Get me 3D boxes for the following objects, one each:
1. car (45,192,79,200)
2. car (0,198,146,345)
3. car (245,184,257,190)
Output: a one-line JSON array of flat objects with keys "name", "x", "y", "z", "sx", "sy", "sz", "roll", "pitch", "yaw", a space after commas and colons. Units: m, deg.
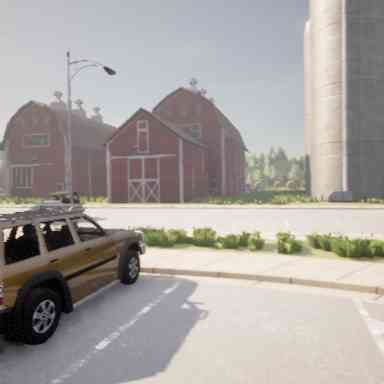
[{"name": "car", "x": -8.836, "y": 0.938, "z": 21.764, "sx": 1.905, "sy": 1.878, "sz": 3.866, "roll": -1, "pitch": 1, "yaw": 16}, {"name": "car", "x": -2.624, "y": 1.197, "z": 6.245, "sx": 1.932, "sy": 1.855, "sz": 4.605, "roll": -1, "pitch": 1, "yaw": 16}, {"name": "car", "x": 13.890, "y": -1.016, "z": 80.636, "sx": 3.866, "sy": 1.878, "sz": 1.905, "roll": 0, "pitch": -5, "yaw": -27}]
